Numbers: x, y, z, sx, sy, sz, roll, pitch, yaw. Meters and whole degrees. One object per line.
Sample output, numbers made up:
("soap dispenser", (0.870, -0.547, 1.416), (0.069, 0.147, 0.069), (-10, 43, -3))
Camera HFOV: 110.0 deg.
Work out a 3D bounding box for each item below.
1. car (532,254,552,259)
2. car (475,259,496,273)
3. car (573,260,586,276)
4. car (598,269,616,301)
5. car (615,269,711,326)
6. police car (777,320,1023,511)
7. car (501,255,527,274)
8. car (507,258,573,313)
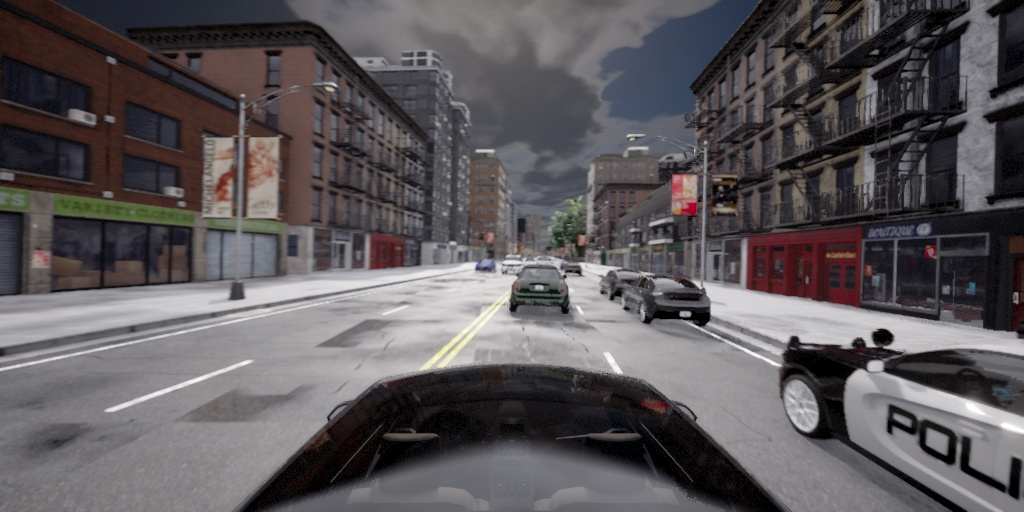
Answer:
("car", (4.031, 1.034, 44.409), (2.150, 2.045, 5.566), (2, 0, 5))
("car", (-2.998, 1.106, 41.266), (1.882, 1.535, 5.008), (2, 0, 6))
("car", (6.820, 1.404, 40.347), (1.837, 1.490, 4.892), (2, 0, 6))
("car", (5.665, 1.408, 18.423), (1.837, 1.490, 4.892), (2, 0, 5))
("car", (5.091, 1.393, 12.451), (1.837, 1.490, 4.892), (2, 0, 5))
("police car", (4.146, 1.289, 2.606), (1.930, 1.638, 5.238), (2, 0, 5))
("car", (0.115, 0.938, 39.670), (2.150, 2.045, 5.566), (2, 0, 6))
("car", (1.157, 1.131, 14.579), (2.097, 1.767, 4.553), (2, 0, 5))
